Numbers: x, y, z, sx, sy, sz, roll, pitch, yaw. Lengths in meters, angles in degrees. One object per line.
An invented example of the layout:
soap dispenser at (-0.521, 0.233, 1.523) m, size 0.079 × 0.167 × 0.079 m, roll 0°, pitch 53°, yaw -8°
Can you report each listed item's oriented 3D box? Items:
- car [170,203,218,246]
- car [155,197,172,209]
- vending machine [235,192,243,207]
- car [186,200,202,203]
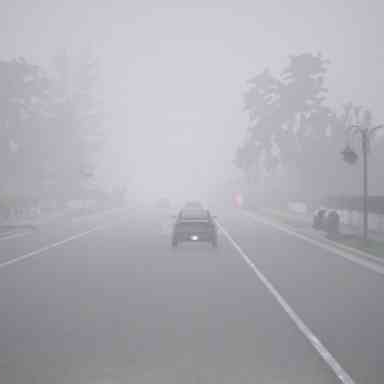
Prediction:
car at (0.107, 1.480, 15.032) m, size 1.837 × 1.490 × 4.892 m, roll 0°, pitch 0°, yaw 0°
car at (-3.571, 1.424, 42.743) m, size 1.812 × 1.442 × 4.674 m, roll 0°, pitch 0°, yaw 0°
vending machine at (6.901, 1.076, 48.972) m, size 1.100 × 2.100 × 0.880 m, roll 0°, pitch 0°, yaw 0°
car at (0.115, 1.492, 32.128) m, size 1.994 × 1.385 × 4.181 m, roll 0°, pitch 0°, yaw 0°
